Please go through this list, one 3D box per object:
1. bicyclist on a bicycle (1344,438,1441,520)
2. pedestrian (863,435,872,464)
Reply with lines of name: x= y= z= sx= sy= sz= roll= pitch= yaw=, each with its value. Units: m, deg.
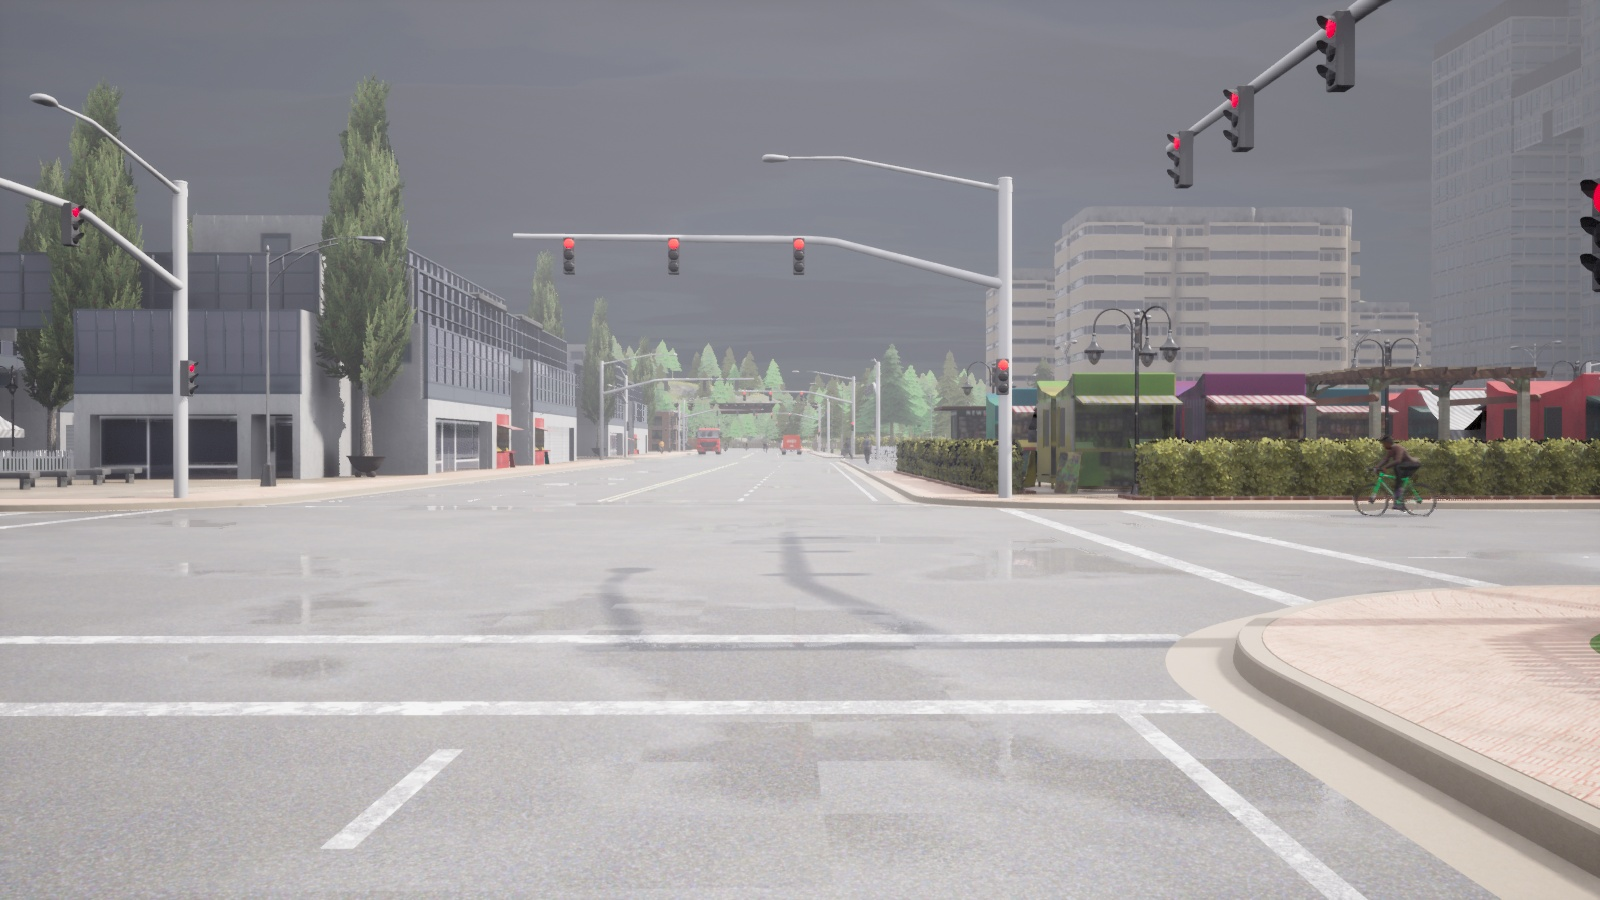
bicyclist on a bicycle: x=11.827 y=0.567 z=25.092 sx=1.656 sy=1.620 sz=0.582 roll=0 pitch=0 yaw=-1
pedestrian: x=4.232 y=-0.039 z=79.265 sx=0.540 sy=1.848 sz=0.694 roll=0 pitch=0 yaw=1
